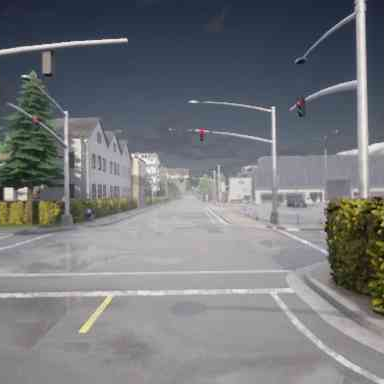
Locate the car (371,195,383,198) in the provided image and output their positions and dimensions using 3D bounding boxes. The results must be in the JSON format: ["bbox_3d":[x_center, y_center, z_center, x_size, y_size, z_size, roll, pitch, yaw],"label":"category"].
[{"bbox_3d":[19.113,1.180,31.306,1.905,1.878,3.866,-1,-1,0],"label":"car"}]

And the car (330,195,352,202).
[{"bbox_3d":[25.474,1.395,56.572,2.152,1.636,5.027,-1,-1,0],"label":"car"}]

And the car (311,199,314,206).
[{"bbox_3d":[19.060,1.569,56.231,1.970,1.475,3.806,-1,-1,0],"label":"car"}]

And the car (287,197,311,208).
[{"bbox_3d":[15.416,1.625,49.172,2.007,1.523,4.514,-1,-1,0],"label":"car"}]
